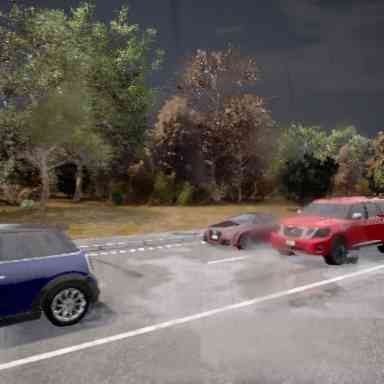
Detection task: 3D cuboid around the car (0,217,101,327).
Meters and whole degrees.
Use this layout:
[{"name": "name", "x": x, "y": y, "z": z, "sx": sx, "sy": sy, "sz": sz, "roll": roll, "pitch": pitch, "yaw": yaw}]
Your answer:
[{"name": "car", "x": -3.958, "y": 1.347, "z": 5.465, "sx": 4.553, "sy": 1.767, "sz": 2.097, "roll": 1, "pitch": 0, "yaw": -35}]

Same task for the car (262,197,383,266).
[{"name": "car", "x": 5.365, "y": 1.241, "z": 12.100, "sx": 5.566, "sy": 2.045, "sz": 2.150, "roll": 0, "pitch": 0, "yaw": -35}]

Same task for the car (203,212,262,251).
[{"name": "car", "x": 2.538, "y": 1.588, "z": 14.388, "sx": 4.181, "sy": 1.385, "sz": 1.994, "roll": 0, "pitch": 0, "yaw": -35}]
